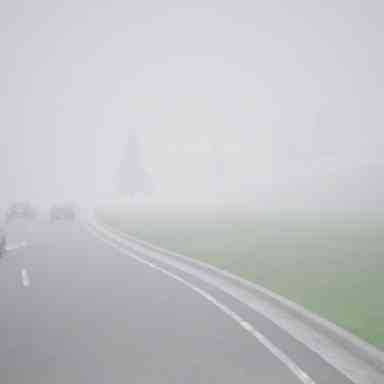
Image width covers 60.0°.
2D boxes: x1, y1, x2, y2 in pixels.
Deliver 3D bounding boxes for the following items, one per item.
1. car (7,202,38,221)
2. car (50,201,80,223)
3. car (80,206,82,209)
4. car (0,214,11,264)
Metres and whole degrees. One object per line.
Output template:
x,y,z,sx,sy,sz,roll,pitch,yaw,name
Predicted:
-15.314,1.677,30.257,2.097,1.767,4.553,-1,0,-19,car
-10.768,1.719,27.816,2.128,1.511,4.902,-1,0,-20,car
-15.557,1.855,43.091,1.812,1.442,4.674,-1,0,-14,car
-7.625,1.726,11.527,1.994,1.385,4.181,-1,0,-26,car
